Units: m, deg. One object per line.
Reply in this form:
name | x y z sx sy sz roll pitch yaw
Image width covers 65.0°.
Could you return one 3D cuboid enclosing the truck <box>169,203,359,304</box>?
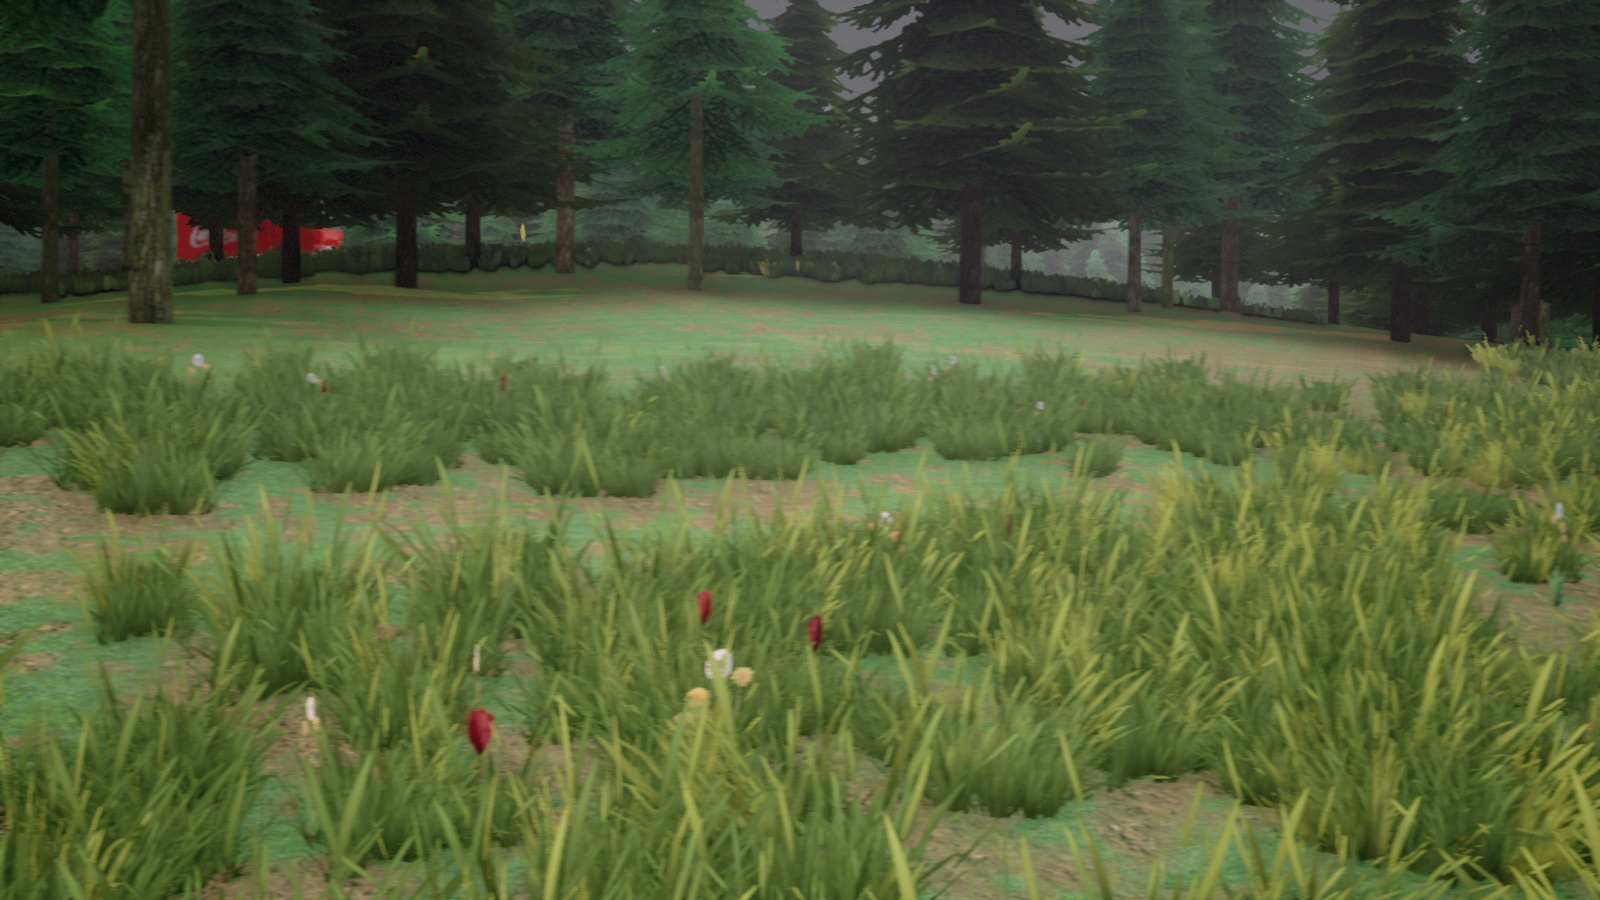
truck | -18.246 -6.640 42.905 5.204 2.467 2.627 -5 1 11
